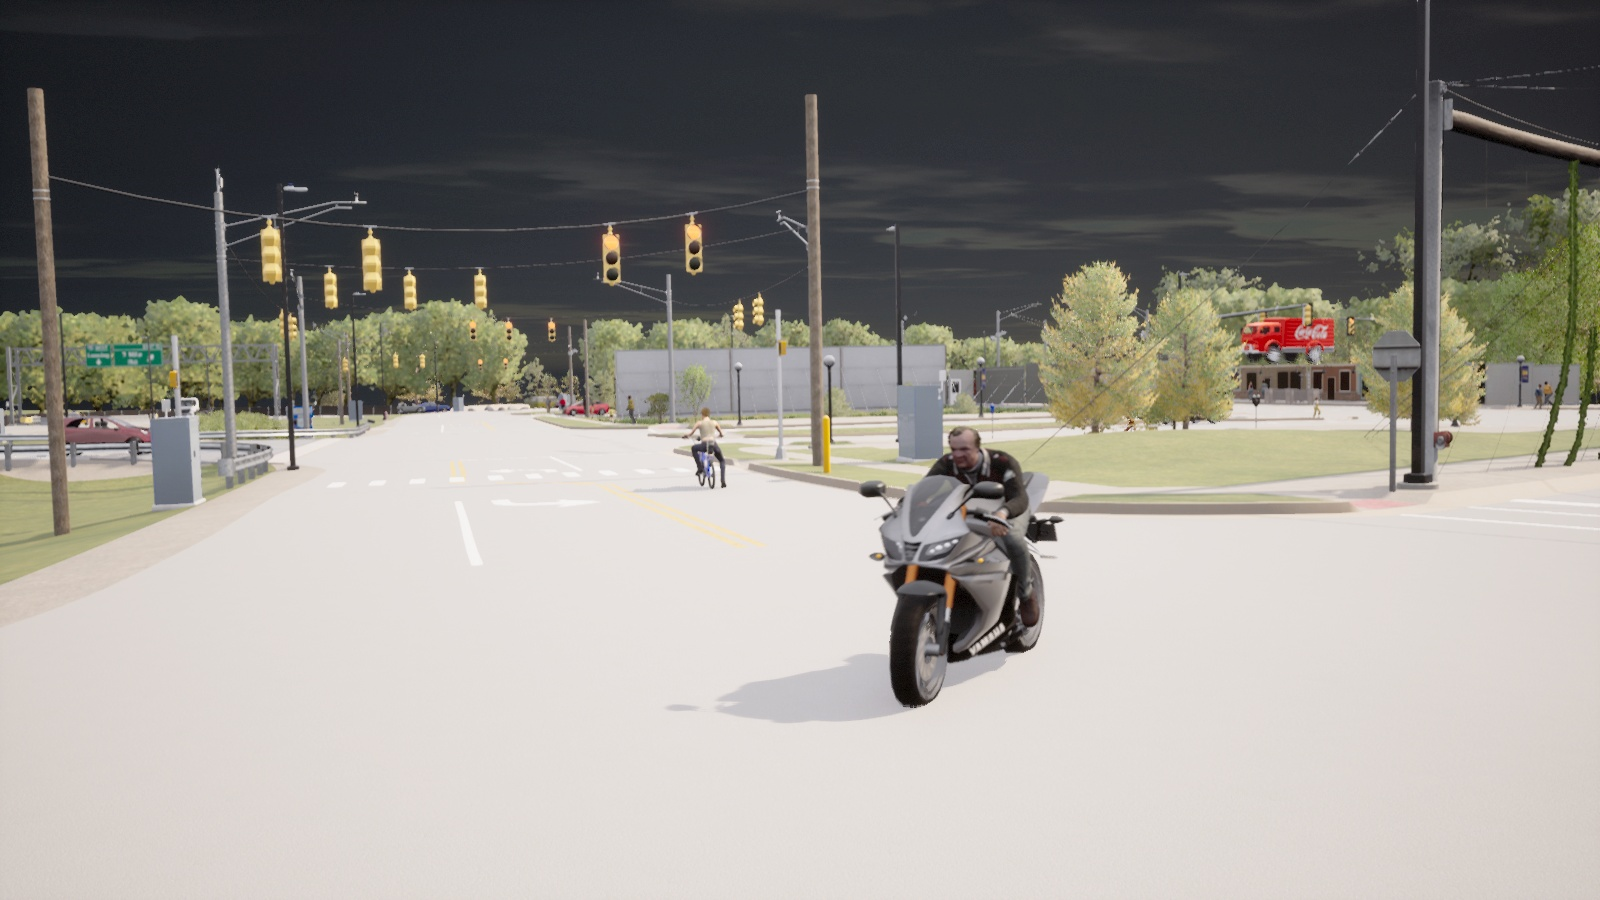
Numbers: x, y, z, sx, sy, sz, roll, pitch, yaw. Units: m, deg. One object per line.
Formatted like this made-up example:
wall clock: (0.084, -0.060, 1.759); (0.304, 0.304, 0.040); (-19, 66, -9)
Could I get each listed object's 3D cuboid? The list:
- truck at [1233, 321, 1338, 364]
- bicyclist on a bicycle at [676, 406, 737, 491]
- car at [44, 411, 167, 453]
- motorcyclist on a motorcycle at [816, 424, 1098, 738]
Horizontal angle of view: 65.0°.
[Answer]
truck: (29.024, -6.433, 75.125); (5.204, 2.467, 2.627); (-1, 6, -15)
bicyclist on a bicycle: (-1.872, -0.055, 24.961); (0.866, 1.612, 1.509); (-2, 2, -16)
car: (-26.046, -0.702, 47.219); (3.633, 1.501, 1.845); (-1, 2, -11)
motorcyclist on a motorcycle: (1.019, 0.640, 7.467); (0.866, 1.530, 2.191); (0, 3, 30)
